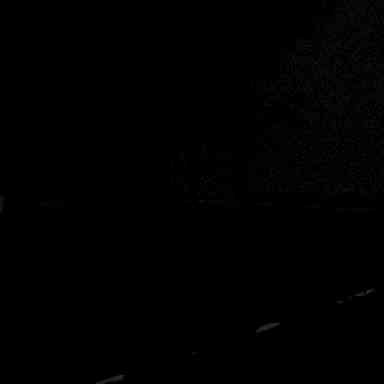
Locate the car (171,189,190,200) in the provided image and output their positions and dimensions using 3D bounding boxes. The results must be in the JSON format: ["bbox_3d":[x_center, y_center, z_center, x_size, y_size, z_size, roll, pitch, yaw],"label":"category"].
[{"bbox_3d":[-2.373,0.426,61.077,2.150,2.045,5.566,-1,1,-36],"label":"car"}]
